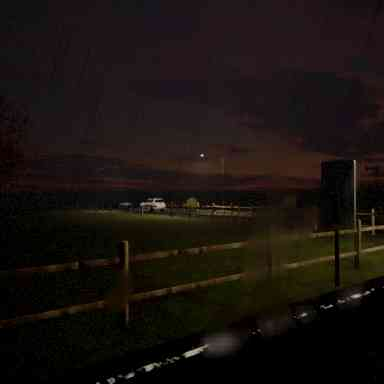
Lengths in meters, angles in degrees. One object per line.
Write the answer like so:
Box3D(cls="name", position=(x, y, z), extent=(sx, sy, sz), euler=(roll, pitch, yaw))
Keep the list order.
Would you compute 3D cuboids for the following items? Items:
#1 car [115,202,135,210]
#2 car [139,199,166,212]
Box3D(cls="car", position=(-12.428, 2.631, 61.788), extent=(2.033, 1.411, 5.357), euler=(0, -1, -34))
Box3D(cls="car", position=(-6.347, 2.094, 53.006), extent=(2.150, 2.045, 5.566), euler=(0, -1, -36))
